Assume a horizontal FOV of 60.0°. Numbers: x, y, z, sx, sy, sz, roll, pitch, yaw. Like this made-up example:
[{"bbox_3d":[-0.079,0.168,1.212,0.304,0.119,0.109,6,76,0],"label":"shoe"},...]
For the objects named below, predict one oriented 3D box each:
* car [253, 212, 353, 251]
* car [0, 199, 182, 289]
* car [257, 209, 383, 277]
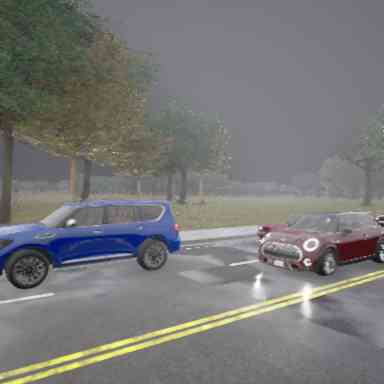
[{"bbox_3d":[5.189,1.679,15.280,4.718,1.301,1.895,0,0,-35],"label":"car"},{"bbox_3d":[-2.929,1.241,9.562,5.566,2.045,2.150,0,0,-35],"label":"car"},{"bbox_3d":[4.255,1.406,10.598,4.553,1.767,2.097,0,0,-35],"label":"car"}]
